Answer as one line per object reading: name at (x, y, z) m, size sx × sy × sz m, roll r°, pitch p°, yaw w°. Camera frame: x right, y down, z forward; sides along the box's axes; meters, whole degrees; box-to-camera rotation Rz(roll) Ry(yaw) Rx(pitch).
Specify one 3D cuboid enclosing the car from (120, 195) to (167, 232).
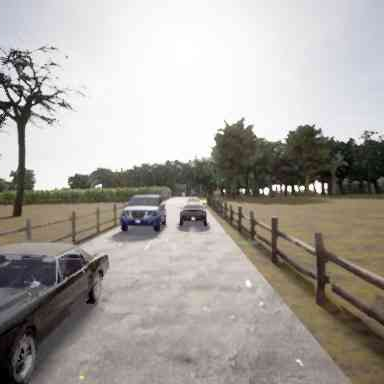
car at (-2.804, 1.192, 20.332) m, size 2.150 × 2.045 × 5.566 m, roll 0°, pitch 0°, yaw 1°

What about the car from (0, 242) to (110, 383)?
car at (-2.815, 1.593, 5.376) m, size 1.895 × 1.301 × 4.718 m, roll 0°, pitch 0°, yaw 0°

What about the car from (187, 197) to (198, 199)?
car at (0.099, 1.416, 42.370) m, size 1.882 × 1.535 × 5.008 m, roll 0°, pitch 0°, yaw 0°

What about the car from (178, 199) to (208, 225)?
car at (0.091, 1.469, 23.675) m, size 1.837 × 1.490 × 4.892 m, roll 0°, pitch 0°, yaw 0°
